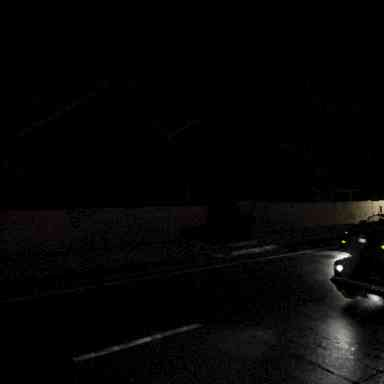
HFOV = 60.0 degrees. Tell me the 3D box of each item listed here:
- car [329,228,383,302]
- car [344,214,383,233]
[{"bbox_3d":[5.125,1.614,7.331,4.718,1.301,1.895,0,0,-35],"label":"car"},{"bbox_3d":[7.804,1.585,13.225,4.181,1.385,1.994,0,0,-35],"label":"car"}]
